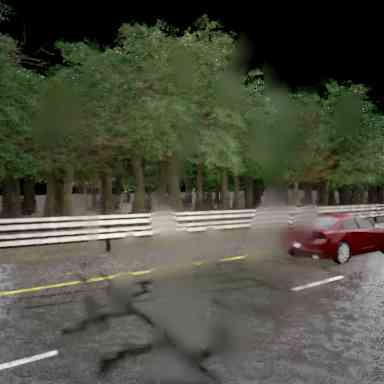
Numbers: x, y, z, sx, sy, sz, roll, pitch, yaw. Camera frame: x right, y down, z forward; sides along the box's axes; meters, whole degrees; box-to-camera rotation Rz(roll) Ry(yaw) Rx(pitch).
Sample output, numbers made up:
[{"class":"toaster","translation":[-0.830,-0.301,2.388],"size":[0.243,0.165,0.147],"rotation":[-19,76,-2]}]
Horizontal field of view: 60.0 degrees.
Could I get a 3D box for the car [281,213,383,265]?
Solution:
[{"class":"car","translation":[5.311,1.505,11.860],"size":[5.008,1.535,1.882],"rotation":[0,0,-35]}]
